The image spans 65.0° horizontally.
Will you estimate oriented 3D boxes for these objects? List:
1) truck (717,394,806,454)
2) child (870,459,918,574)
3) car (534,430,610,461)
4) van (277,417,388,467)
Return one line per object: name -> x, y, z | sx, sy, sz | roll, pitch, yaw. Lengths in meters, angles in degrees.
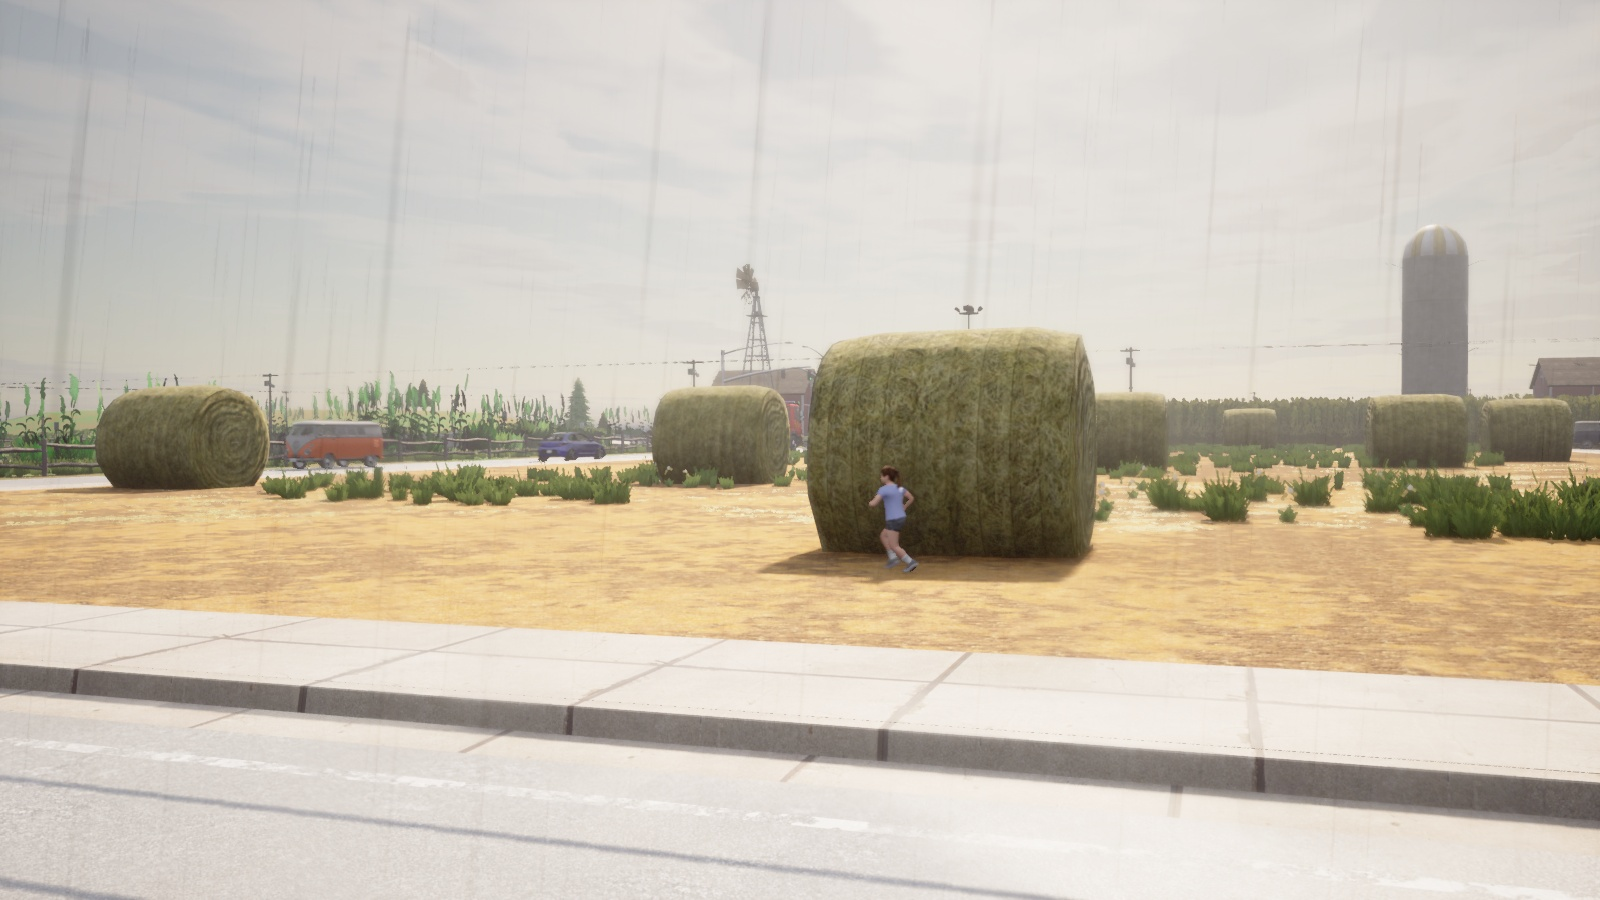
truck -> -2.522, -1.747, 85.215 | 2.891, 3.827, 8.468 | 1, 1, 22
child -> 0.929, 0.646, 12.432 | 0.394, 1.110, 0.255 | 1, 1, 35
car -> -11.351, -0.241, 62.707 | 1.816, 1.474, 4.193 | 1, 1, 21
van -> -19.293, -0.361, 52.009 | 1.775, 1.987, 4.442 | 1, 1, 21
